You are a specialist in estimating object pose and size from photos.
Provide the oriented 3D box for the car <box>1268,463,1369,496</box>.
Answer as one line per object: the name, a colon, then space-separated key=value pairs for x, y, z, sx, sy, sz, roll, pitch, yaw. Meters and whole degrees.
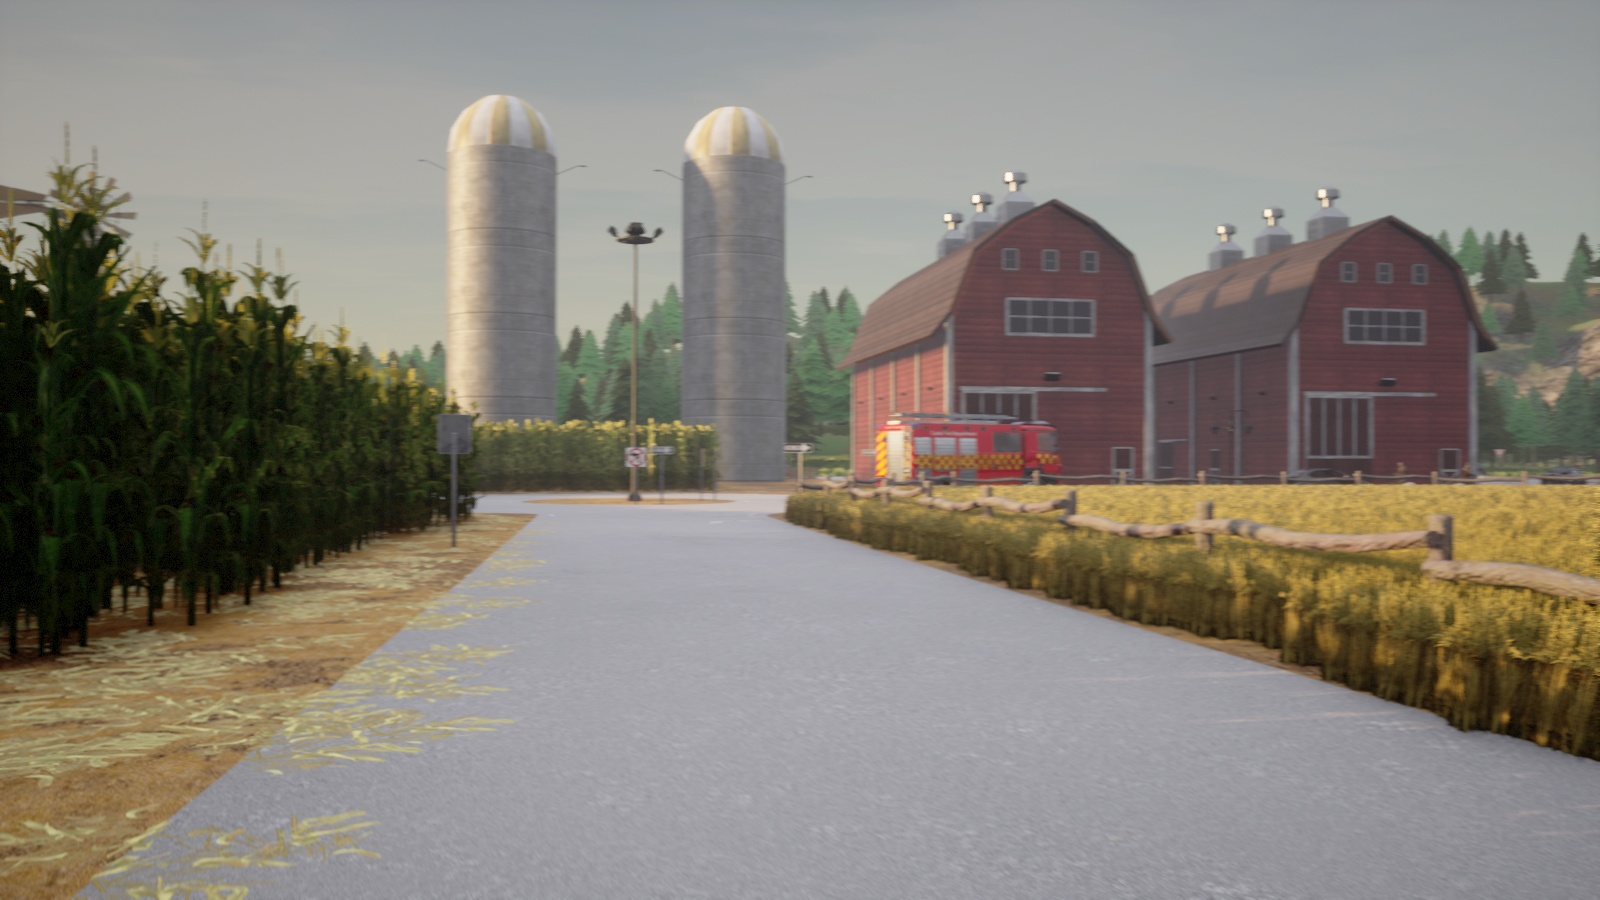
car: x=24.741 y=1.389 z=59.947 sx=4.193 sy=1.474 sz=1.816 roll=0 pitch=0 yaw=-13

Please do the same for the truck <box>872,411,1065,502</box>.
truck: x=7.575 y=0.275 z=55.978 sx=8.468 sy=3.827 sz=2.891 roll=0 pitch=-1 yaw=-30

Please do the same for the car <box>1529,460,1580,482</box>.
car: x=49.721 y=1.381 z=82.810 sx=1.994 sy=1.385 sz=4.181 roll=0 pitch=0 yaw=18
